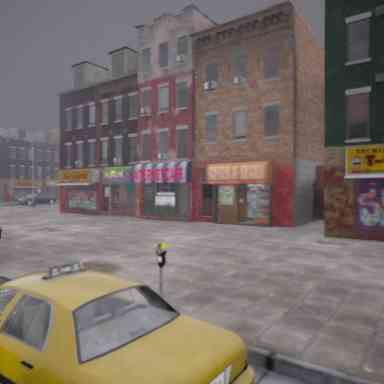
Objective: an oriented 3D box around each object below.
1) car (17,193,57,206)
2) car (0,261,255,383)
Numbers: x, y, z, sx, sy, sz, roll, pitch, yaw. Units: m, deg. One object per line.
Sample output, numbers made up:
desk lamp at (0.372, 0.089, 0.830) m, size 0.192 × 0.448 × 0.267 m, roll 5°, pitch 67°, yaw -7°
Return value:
car at (-19.618, 0.917, 42.218) m, size 1.837 × 1.490 × 4.892 m, roll 0°, pitch 2°, yaw 35°
car at (-1.692, 1.528, 4.009) m, size 4.829 × 1.417 × 1.752 m, roll 0°, pitch 0°, yaw 35°
